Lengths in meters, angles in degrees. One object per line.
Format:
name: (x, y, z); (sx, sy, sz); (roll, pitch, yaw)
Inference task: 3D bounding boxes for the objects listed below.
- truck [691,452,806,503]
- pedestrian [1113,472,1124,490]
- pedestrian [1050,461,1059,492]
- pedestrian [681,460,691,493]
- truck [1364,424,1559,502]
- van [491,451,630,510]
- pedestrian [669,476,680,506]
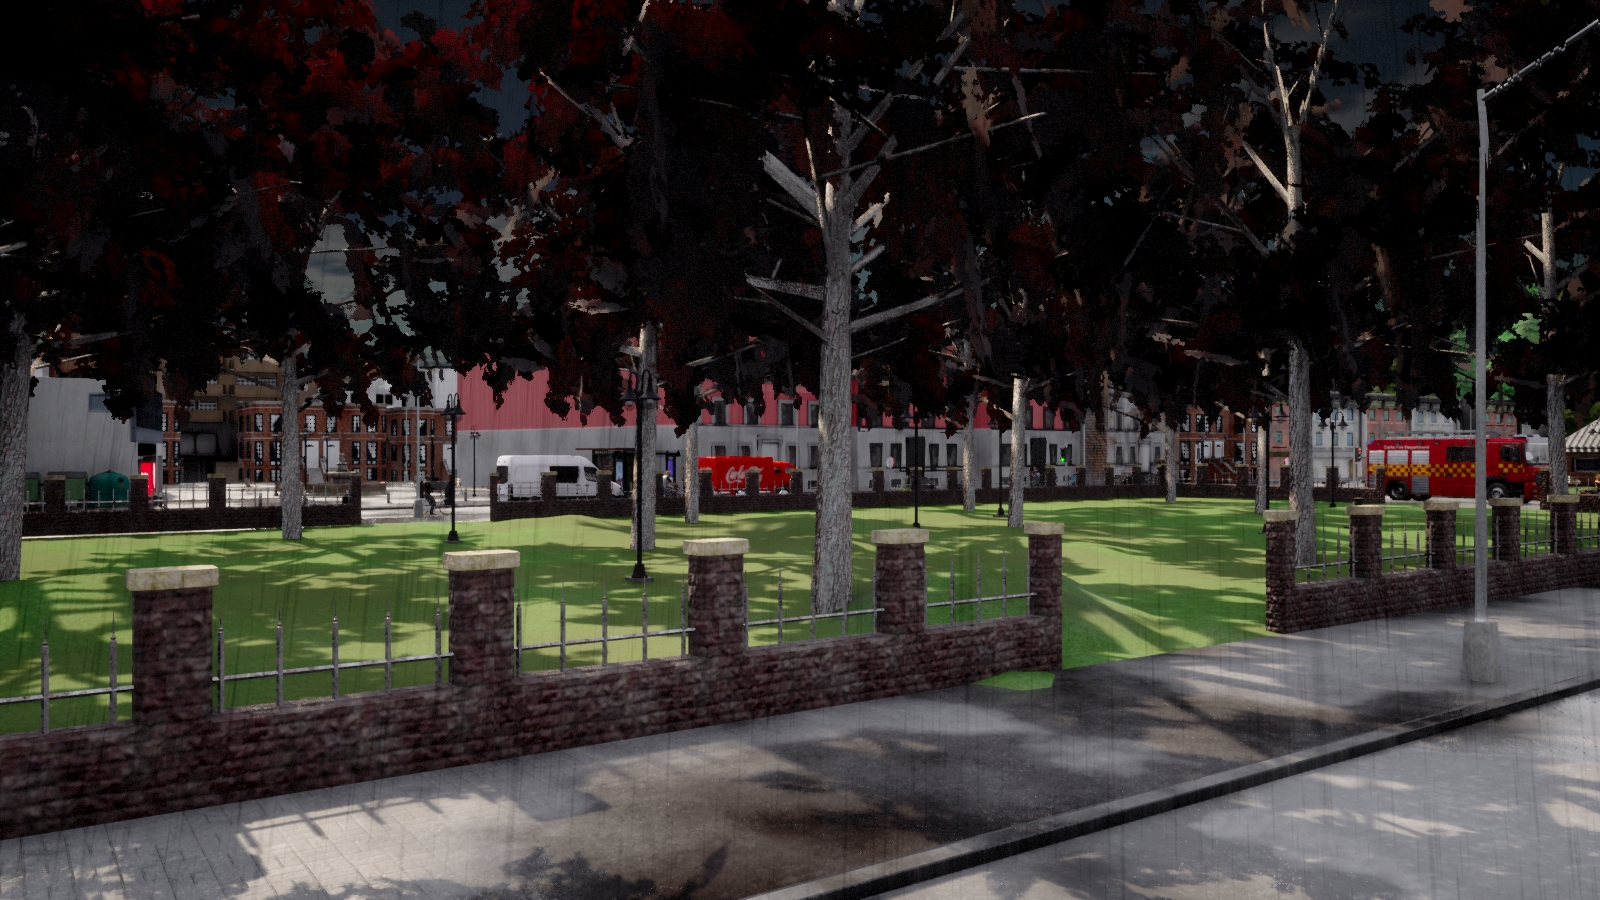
truck: (-2.582, 1.335, 57.891); (5.204, 2.467, 2.627); (0, 0, -35)
pedestrian: (19.522, 1.883, 70.033); (0.500, 1.100, 0.500); (0, 0, 32)
pedestrian: (15.567, 1.607, 69.908); (0.375, 1.860, 0.375); (0, 0, -25)
pedestrian: (-6.440, 1.511, 64.443); (0.375, 1.860, 0.375); (0, 0, -41)
truck: (34.631, 0.645, 60.204); (2.891, 3.827, 8.468); (0, 0, -34)
van: (-10.854, 1.306, 52.106); (5.915, 2.561, 1.988); (0, 0, -35)
pedestrian: (-5.491, 1.794, 49.986); (0.375, 1.300, 0.375); (0, 0, -35)
